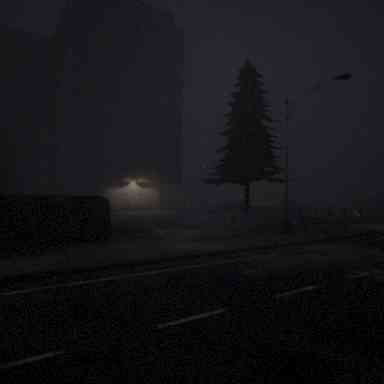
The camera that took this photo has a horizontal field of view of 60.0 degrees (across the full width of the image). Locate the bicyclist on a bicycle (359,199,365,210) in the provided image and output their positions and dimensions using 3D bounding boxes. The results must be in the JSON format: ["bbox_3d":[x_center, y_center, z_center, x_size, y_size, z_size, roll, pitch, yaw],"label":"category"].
[{"bbox_3d":[24.764,1.828,48.497,1.656,1.620,0.582,1,0,-36],"label":"bicyclist on a bicycle"}]

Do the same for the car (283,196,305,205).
[{"bbox_3d":[25.766,2.156,84.234,1.970,1.475,3.806,1,0,-36],"label":"car"}]

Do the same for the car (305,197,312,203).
[{"bbox_3d":[28.125,2.156,85.913,1.784,1.438,3.905,1,0,-36],"label":"car"}]

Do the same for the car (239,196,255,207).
[{"bbox_3d":[9.237,2.047,63.505,1.994,1.385,4.181,1,0,-35],"label":"car"}]

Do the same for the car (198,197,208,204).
[{"bbox_3d":[1.355,1.848,74.464,2.033,1.411,5.357,1,0,-36],"label":"car"}]

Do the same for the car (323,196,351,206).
[{"bbox_3d":[29.827,2.094,68.587,1.970,1.475,3.806,1,0,-36],"label":"car"}]

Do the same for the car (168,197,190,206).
[{"bbox_3d":[-2.796,1.932,62.206,1.994,1.385,4.181,1,-1,-35],"label":"car"}]

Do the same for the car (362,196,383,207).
[{"bbox_3d":[43.541,2.036,78.462,1.932,1.855,4.605,1,0,-36],"label":"car"}]

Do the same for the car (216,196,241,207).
[{"bbox_3d":[6.399,2.009,61.453,1.994,1.385,4.181,1,0,-35],"label":"car"}]

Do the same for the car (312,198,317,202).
[{"bbox_3d":[30.284,1.975,87.512,1.932,1.855,4.605,1,0,-36],"label":"car"}]

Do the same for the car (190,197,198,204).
[{"bbox_3d":[-1.488,1.747,72.424,1.882,1.535,5.008,1,0,-36],"label":"car"}]
